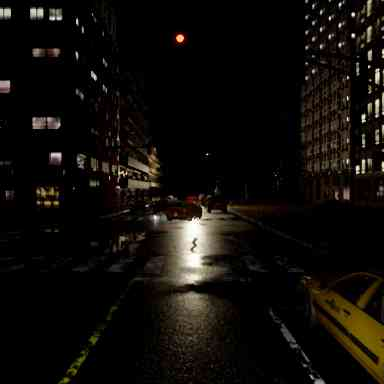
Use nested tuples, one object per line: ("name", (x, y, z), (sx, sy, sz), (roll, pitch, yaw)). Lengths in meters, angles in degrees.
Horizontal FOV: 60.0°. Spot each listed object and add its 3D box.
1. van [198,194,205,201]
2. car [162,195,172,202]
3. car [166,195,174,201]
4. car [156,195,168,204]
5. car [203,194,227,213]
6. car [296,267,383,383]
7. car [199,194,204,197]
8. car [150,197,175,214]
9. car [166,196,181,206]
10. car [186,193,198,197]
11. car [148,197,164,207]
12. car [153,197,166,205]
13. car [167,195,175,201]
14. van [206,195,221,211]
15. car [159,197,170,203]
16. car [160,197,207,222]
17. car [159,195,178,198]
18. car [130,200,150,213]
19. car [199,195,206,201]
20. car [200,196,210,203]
("van", (2.672, 1.427, 91.648), (1.690, 1.788, 3.998), (0, 0, 0))
("car", (-5.705, 1.495, 75.067), (1.967, 1.590, 4.097), (0, 0, 0))
("car", (-5.706, 1.600, 85.951), (1.752, 1.417, 4.829), (0, 0, 0))
("car", (-5.704, 1.478, 64.014), (1.967, 1.590, 4.097), (0, 0, 0))
("car", (2.680, 1.322, 36.383), (2.192, 1.841, 5.009), (0, 0, 0))
("car", (2.686, 1.525, 4.140), (1.752, 1.417, 4.829), (0, 0, 0))
("car", (2.677, 1.345, 58.488), (2.192, 1.841, 5.009), (0, 0, 0))
("car", (-3.127, 1.553, 35.289), (2.033, 1.411, 5.357), (0, 0, -4))
("car", (-3.053, 1.518, 55.611), (2.128, 1.511, 4.902), (0, 0, 0))
("car", (-0.010, 1.262, 65.188), (2.150, 2.045, 5.566), (0, 0, 0))
("car", (-5.701, 1.573, 52.961), (2.008, 1.369, 4.403), (0, 0, 0))
("car", (-5.702, 1.575, 58.486), (1.887, 1.381, 4.507), (0, 0, 0))
("car", (-5.707, 1.630, 91.646), (1.887, 1.381, 4.507), (0, 0, 0))
("van", (2.679, 1.352, 41.908), (1.690, 1.788, 3.998), (0, 0, 0))
("car", (-5.704, 1.628, 69.541), (1.802, 1.307, 4.206), (0, 0, 0))
("car", (-0.529, 1.484, 26.514), (1.882, 1.535, 5.008), (1, 0, 16))
("car", (-3.095, 1.561, 45.418), (2.033, 1.411, 5.357), (0, 0, 0))
("car", (-5.698, 1.557, 36.381), (2.008, 1.369, 4.403), (0, 0, 0))
("car", (2.674, 1.600, 86.292), (1.752, 1.417, 4.829), (0, 0, 0))
("car", (2.676, 1.591, 69.542), (1.887, 1.381, 4.507), (0, 0, 0))
